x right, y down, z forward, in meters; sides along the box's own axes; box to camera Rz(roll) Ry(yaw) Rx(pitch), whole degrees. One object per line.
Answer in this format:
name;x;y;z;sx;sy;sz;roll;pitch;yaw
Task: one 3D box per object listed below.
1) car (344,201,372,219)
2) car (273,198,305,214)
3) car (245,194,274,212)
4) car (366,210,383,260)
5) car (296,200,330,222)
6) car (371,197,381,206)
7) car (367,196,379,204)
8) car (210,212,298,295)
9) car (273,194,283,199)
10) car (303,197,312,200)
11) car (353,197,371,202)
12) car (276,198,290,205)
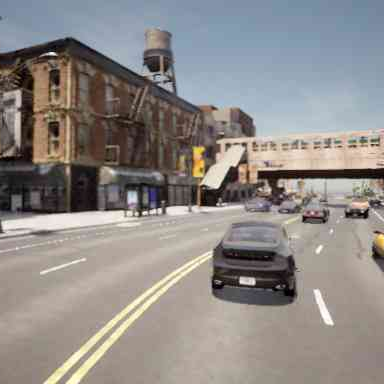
car;16.147;1.827;32.527;1.895;1.301;4.718;1;0;30
car;10.983;1.688;37.402;2.033;1.411;5.357;1;0;26
car;7.712;1.440;38.665;2.097;1.767;4.553;1;0;26
car;6.598;1.551;9.907;1.801;1.575;5.366;1;0;22
car;10.369;1.687;27.797;2.033;1.411;5.357;1;0;26
car;38.360;2.025;69.756;2.231;1.521;4.892;1;0;36
car;43.164;1.966;79.402;2.185;1.767;4.553;1;0;26
car;1.776;1.525;8.934;1.837;1.490;4.892;0;0;16
car;15.159;1.415;60.445;2.435;2.045;5.566;1;0;26
car;25.872;1.783;74.964;2.128;1.511;4.902;1;0;26
car;22.078;1.661;43.964;2.097;1.767;4.553;1;0;28
car;18.388;1.827;67.097;1.895;1.301;4.718;1;0;26
